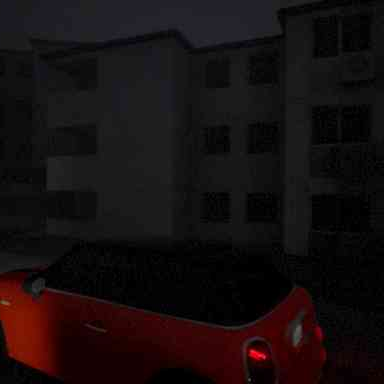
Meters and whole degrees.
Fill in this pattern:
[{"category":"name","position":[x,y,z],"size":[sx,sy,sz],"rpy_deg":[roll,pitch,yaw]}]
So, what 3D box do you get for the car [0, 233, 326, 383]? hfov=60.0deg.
[{"category":"car","position":[-0.831,1.319,4.208],"size":[4.553,1.767,2.097],"rpy_deg":[1,0,32]}]
